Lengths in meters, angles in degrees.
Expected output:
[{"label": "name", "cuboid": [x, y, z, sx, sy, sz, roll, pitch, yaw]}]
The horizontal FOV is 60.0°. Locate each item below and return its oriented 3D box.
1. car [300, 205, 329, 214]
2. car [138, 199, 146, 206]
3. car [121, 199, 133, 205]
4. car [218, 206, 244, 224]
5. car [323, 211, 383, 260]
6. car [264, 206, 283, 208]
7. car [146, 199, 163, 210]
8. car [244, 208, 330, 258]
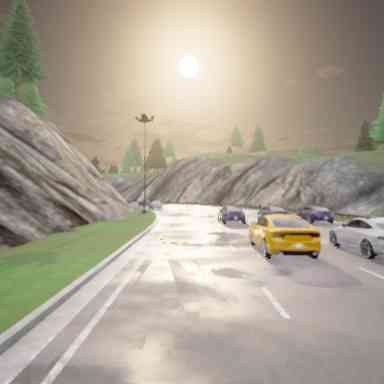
[{"label": "car", "cuboid": [10.268, 1.860, 28.004, 1.812, 1.442, 4.674, 0, 0, -3]}, {"label": "car", "cuboid": [-9.913, 2.224, 69.642, 2.128, 1.511, 4.902, 0, -1, -25]}, {"label": "car", "cuboid": [-16.196, 2.370, 82.434, 1.812, 1.442, 4.674, 0, -1, -31]}, {"label": "car", "cuboid": [3.270, 1.860, 27.906, 1.812, 1.442, 4.674, 0, 0, -3]}, {"label": "car", "cuboid": [7.049, 1.681, 12.995, 1.812, 1.442, 4.674, 0, 0, 1]}, {"label": "car", "cuboid": [6.768, 1.860, 27.954, 1.812, 1.442, 4.674, 0, 0, -3]}, {"label": "car", "cuboid": [-5.940, 2.179, 54.515, 1.812, 1.442, 4.674, 0, -1, -16]}, {"label": "car", "cuboid": [3.554, 1.639, 13.464, 1.882, 1.535, 5.008, 0, 0, 1]}]
